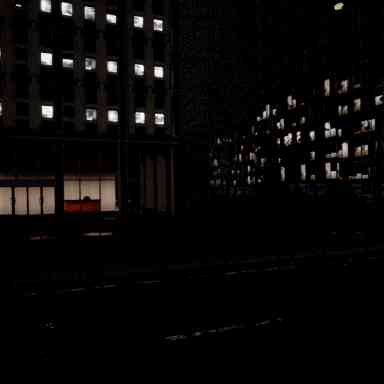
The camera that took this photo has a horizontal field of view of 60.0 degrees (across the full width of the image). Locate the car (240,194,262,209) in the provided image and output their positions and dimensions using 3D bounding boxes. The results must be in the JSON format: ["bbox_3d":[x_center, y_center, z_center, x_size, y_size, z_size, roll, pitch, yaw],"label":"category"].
[{"bbox_3d":[8.040,1.331,40.089,1.947,1.339,4.313,0,1,-21],"label":"car"}]

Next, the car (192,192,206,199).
[{"bbox_3d":[1.592,0.705,80.239,1.967,1.590,4.097,0,1,-21],"label":"car"}]

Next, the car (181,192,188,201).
[{"bbox_3d":[-2.136,1.056,66.621,2.008,1.369,4.403,0,1,-21],"label":"car"}]

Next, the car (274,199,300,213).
[{"bbox_3d":[10.031,1.399,34.766,1.802,1.307,4.206,0,1,-21],"label":"car"}]

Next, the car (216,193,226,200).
[{"bbox_3d":[5.683,0.953,69.636,1.802,1.307,4.206,0,1,-21],"label":"car"}]

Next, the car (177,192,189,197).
[{"bbox_3d":[-2.498,0.710,90.846,2.008,1.369,4.403,0,1,-21],"label":"car"}]

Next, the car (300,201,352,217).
[{"bbox_3d":[12.059,1.434,29.455,1.947,1.339,4.313,0,1,-21],"label":"car"}]

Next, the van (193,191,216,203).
[{"bbox_3d":[1.954,0.952,56.013,1.690,1.788,3.998,0,1,-21],"label":"van"}]

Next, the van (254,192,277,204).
[{"bbox_3d":[11.817,0.870,53.724,1.690,1.788,3.998,0,1,-21],"label":"van"}]

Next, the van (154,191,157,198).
[{"bbox_3d":[-8.272,0.687,82.527,1.690,1.788,3.998,0,1,-21],"label":"van"}]

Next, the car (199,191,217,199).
[{"bbox_3d":[3.637,0.633,74.935,2.192,1.841,5.009,0,1,-21],"label":"car"}]

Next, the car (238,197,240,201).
[{"bbox_3d":[9.774,1.059,59.029,1.802,1.307,4.206,0,1,-21],"label":"car"}]

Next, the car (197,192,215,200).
[{"bbox_3d":[2.814,0.879,69.854,1.882,1.535,5.008,-1,1,-21],"label":"car"}]
